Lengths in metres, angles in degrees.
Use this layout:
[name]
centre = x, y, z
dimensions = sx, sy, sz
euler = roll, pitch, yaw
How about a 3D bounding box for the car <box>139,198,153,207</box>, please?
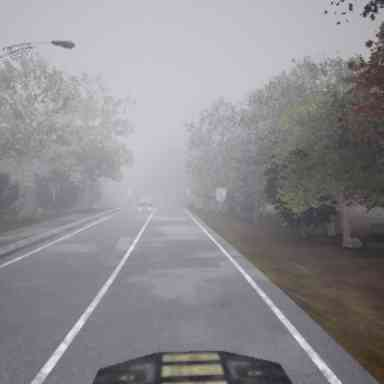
[car]
centre = -7.028, 1.610, 50.596
dimensions = 1.812, 1.442, 4.674
euler = 0, -2, -4
